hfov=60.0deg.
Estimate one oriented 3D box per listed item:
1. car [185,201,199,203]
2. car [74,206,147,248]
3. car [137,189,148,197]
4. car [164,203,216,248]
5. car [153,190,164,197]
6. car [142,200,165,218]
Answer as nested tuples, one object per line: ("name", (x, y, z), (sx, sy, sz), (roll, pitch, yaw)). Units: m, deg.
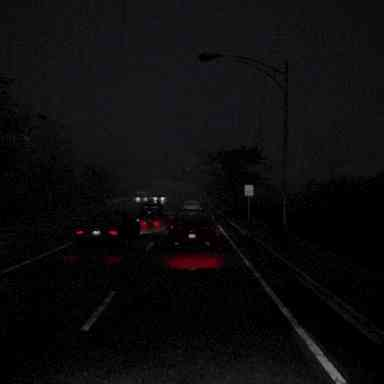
("car", (0.001, 1.503, 29.691), (1.812, 1.442, 4.674), (0, 0, 0))
("car", (-3.499, 1.546, 14.671), (2.033, 1.411, 5.357), (0, 0, 0))
("car", (-10.498, 0.223, 70.431), (1.882, 1.535, 5.008), (0, 3, 0))
("car", (0.001, 1.468, 14.671), (1.882, 1.535, 5.008), (0, 0, 0))
("car", (-6.998, 0.270, 70.434), (1.812, 1.442, 4.674), (0, 3, 0))
("car", (-3.499, 1.465, 29.689), (2.128, 1.511, 4.902), (0, 0, 0))
